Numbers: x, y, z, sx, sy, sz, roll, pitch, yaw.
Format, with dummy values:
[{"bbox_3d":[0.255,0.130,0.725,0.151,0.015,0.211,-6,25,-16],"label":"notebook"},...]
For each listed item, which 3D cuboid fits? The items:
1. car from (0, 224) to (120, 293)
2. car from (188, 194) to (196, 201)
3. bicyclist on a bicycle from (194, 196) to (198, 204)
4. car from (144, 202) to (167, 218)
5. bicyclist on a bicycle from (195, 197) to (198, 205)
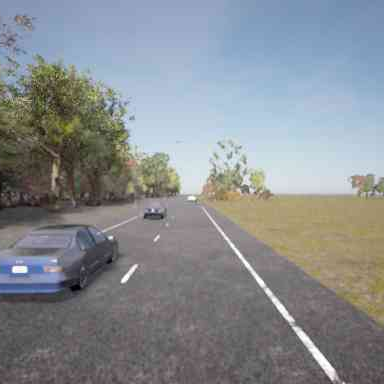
[{"bbox_3d":[-3.406,1.590,9.082,2.033,1.411,5.357,0,0,0],"label":"car"},{"bbox_3d":[-0.071,1.514,89.557,2.150,2.045,5.566,0,0,0],"label":"car"},{"bbox_3d":[0.908,1.775,72.189,0.866,1.612,1.509,0,-1,0],"label":"bicyclist on a bicycle"},{"bbox_3d":[-3.426,1.695,31.684,2.033,1.411,5.357,0,0,0],"label":"car"},{"bbox_3d":[0.914,1.747,62.761,0.582,1.620,1.656,0,-1,0],"label":"bicyclist on a bicycle"}]
